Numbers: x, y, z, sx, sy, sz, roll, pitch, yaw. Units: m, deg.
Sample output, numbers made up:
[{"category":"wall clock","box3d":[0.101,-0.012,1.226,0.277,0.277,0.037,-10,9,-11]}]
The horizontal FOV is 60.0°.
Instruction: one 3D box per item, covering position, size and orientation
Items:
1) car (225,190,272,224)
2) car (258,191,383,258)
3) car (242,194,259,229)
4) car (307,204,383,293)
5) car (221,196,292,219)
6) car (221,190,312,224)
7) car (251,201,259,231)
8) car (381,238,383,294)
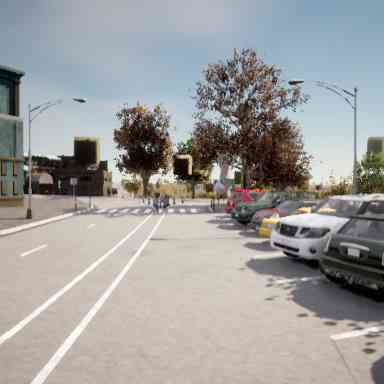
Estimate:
[{"category":"car","box3d":[5.047,0.964,19.383,5.566,2.045,2.435,0,1,-22]},{"category":"car","box3d":[5.230,1.116,10.469,5.566,2.045,2.435,1,1,-21]},{"category":"car","box3d":[5.173,1.148,16.442,4.553,1.767,2.185,0,1,-22]},{"category":"car","box3d":[5.262,1.273,7.501,4.553,1.767,2.185,1,0,-21]},{"category":"car","box3d":[4.885,1.098,25.347,4.892,1.521,2.231,0,1,-22]},{"category":"car","box3d":[5.014,0.905,22.385,5.566,2.045,2.435,0,1,-22]},{"category":"car","box3d":[5.374,1.324,13.540,5.366,1.575,1.946,0,1,-21]},{"category":"car","box3d":[5.339,1.451,4.553,4.792,1.488,2.163,1,0,-21]}]
